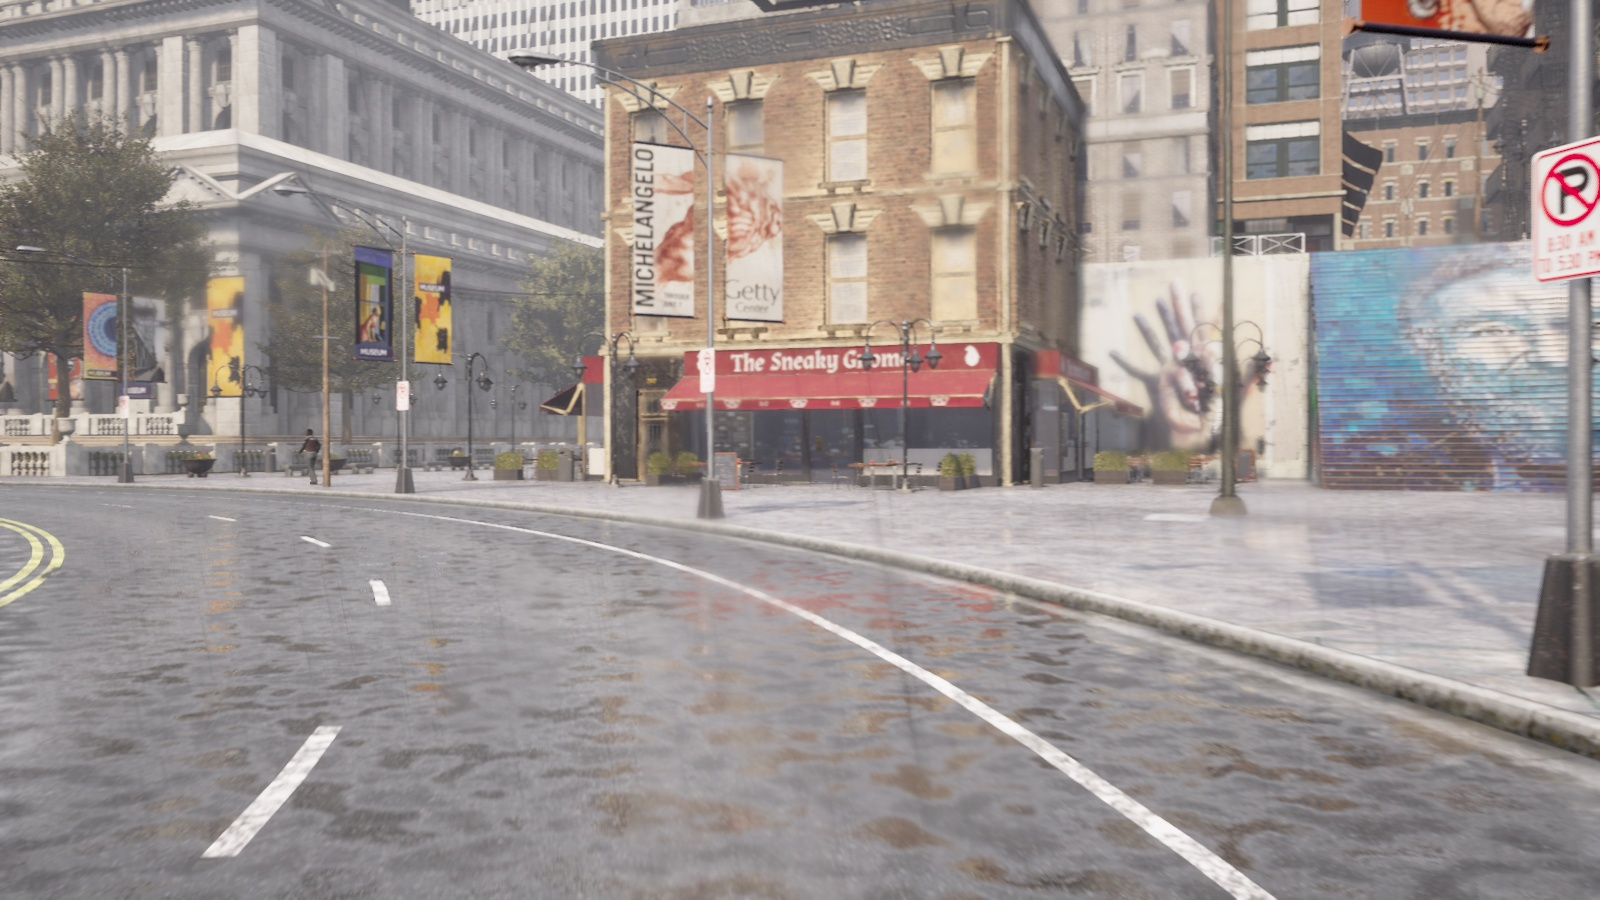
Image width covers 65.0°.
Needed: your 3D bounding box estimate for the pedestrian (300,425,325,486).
[{"bbox_3d":[-15.734,0.179,40.534,0.666,1.930,0.402,0,0,28],"label":"pedestrian"}]
